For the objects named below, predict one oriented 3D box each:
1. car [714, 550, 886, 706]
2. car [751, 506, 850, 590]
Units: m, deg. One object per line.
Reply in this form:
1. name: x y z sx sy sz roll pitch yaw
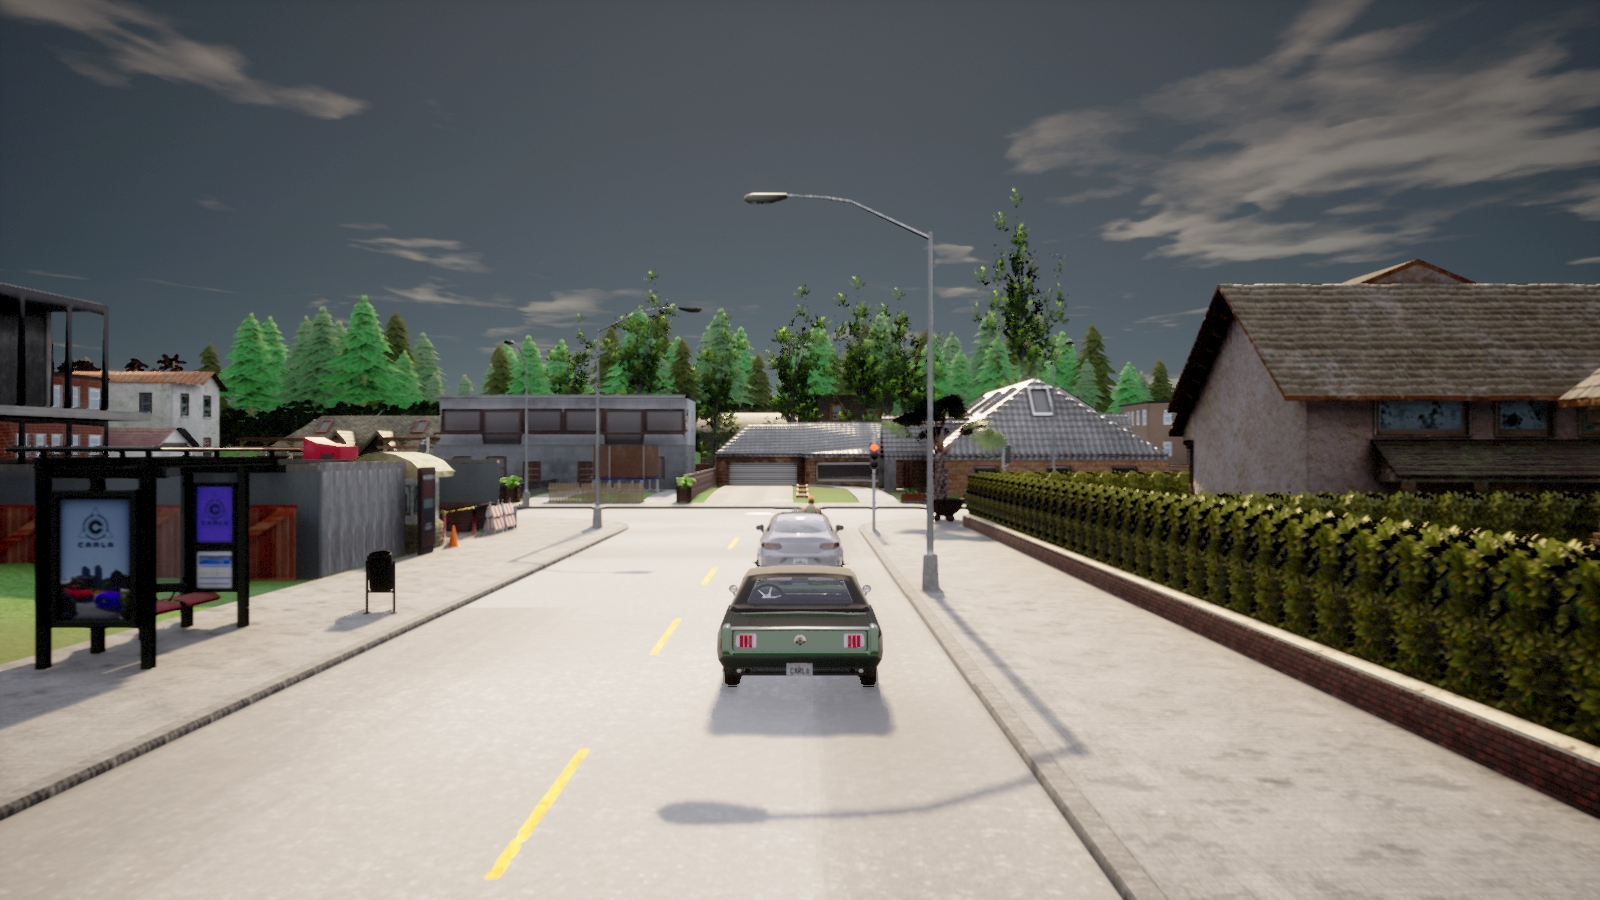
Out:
1. car: 0.001 2.155 14.899 1.895 1.301 4.718 0 0 0
2. car: -0.001 2.081 25.256 2.002 1.442 4.674 0 0 0
